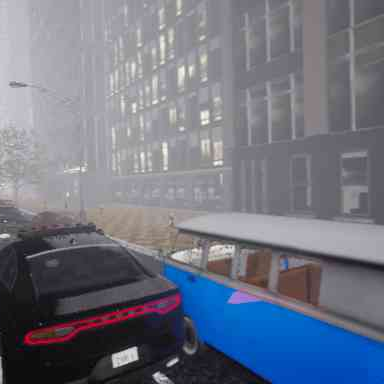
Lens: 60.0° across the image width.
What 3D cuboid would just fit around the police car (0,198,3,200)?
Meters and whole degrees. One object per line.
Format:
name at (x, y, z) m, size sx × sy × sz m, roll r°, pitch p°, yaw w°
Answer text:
police car at (-11.281, 1.235, 18.360) m, size 1.930 × 1.638 × 5.238 m, roll -2°, pitch 2°, yaw -35°

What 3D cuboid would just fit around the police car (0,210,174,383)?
police car at (-2.116, 1.333, 5.245) m, size 1.930 × 1.638 × 5.238 m, roll -2°, pitch 2°, yaw -35°

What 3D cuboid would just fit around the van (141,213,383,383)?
van at (1.140, 1.206, 3.702) m, size 1.690 × 1.788 × 3.998 m, roll -2°, pitch 2°, yaw -35°

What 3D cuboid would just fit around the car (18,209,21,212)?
car at (-5.374, 1.376, 13.040) m, size 1.802 × 1.307 × 4.206 m, roll -2°, pitch 2°, yaw -35°

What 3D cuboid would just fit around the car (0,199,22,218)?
car at (-15.156, 1.271, 27.038) m, size 1.802 × 1.307 × 4.206 m, roll -2°, pitch 2°, yaw -35°

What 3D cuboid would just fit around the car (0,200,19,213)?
car at (-7.780, 1.325, 13.352) m, size 1.882 × 1.535 × 5.008 m, roll -2°, pitch 2°, yaw -35°
